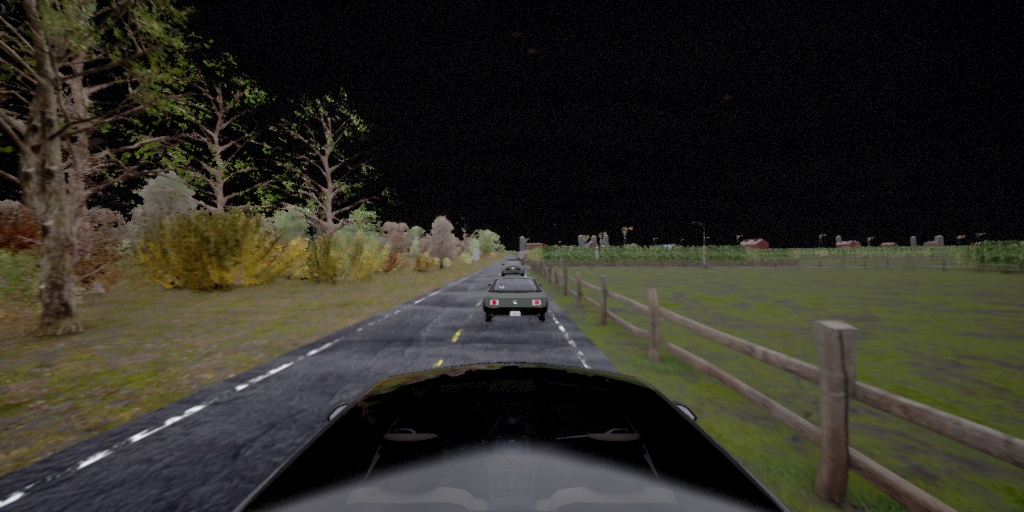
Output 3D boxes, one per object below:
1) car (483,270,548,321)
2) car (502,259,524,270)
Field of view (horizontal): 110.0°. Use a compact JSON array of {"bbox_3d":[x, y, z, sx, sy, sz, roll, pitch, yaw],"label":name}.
[{"bbox_3d":[0.097,1.350,12.421,1.895,1.301,4.718,0,0,0],"label":"car"},{"bbox_3d":[0.090,1.089,34.068,2.097,1.767,4.553,0,0,0],"label":"car"}]
